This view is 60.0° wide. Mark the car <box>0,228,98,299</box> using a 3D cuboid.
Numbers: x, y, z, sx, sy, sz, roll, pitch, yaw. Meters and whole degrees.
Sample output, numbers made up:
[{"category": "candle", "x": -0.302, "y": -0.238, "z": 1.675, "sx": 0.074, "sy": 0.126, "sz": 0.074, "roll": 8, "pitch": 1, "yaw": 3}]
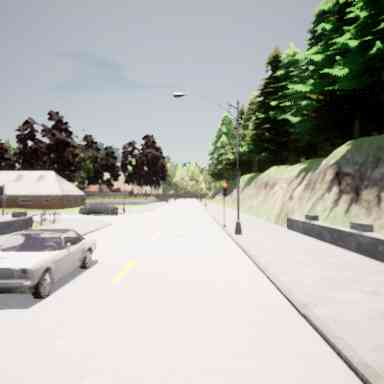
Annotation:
[{"category": "car", "x": -4.066, "y": 1.684, "z": 8.802, "sx": 1.895, "sy": 1.301, "sz": 4.718, "roll": 0, "pitch": -1, "yaw": 0}]

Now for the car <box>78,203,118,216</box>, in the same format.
[{"category": "car", "x": -10.291, "y": 1.906, "z": 36.647, "sx": 4.181, "sy": 1.385, "sz": 1.994, "roll": 0, "pitch": -1, "yaw": 8}]
